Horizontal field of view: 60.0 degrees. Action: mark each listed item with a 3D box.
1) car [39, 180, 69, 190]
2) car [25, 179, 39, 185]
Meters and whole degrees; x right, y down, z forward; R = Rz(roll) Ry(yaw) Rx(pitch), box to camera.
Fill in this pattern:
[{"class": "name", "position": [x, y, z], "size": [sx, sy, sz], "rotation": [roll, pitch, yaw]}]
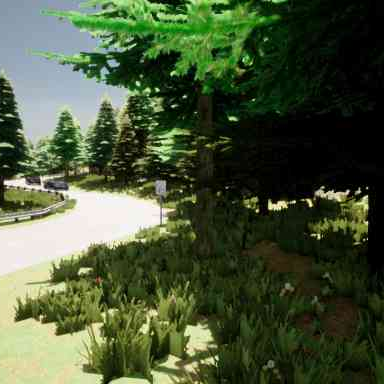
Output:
[{"class": "car", "position": [-18.881, -0.986, 46.136], "size": [4.181, 1.385, 1.994], "rotation": [6, 4, 39]}, {"class": "car", "position": [-25.510, -1.912, 53.400], "size": [1.837, 1.490, 4.892], "rotation": [0, 5, -34]}]
